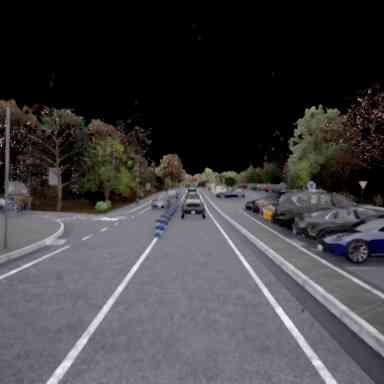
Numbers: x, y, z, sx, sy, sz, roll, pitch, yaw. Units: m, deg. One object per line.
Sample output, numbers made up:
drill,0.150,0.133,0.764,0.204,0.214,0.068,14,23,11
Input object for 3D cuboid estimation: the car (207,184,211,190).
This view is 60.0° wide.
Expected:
car,6.780,-0.381,77.063,5.366,1.575,1.946,0,2,0

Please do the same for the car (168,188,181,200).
car,-3.301,0.450,55.587,1.812,1.442,4.674,0,2,0

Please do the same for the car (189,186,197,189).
car,0.040,-0.569,78.564,2.097,1.767,4.553,0,2,0

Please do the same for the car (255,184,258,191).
car,20.141,-0.785,87.851,5.008,1.535,2.097,0,2,0

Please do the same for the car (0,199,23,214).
car,-19.096,1.400,33.643,4.674,1.442,1.812,0,-2,30

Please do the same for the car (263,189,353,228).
car,6.738,1.026,16.565,5.566,2.045,2.435,0,2,1

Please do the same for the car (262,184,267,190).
car,20.096,-0.461,79.680,4.792,1.488,2.163,0,2,1

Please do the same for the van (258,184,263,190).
van,20.004,-0.915,85.060,4.442,1.987,1.878,0,2,0

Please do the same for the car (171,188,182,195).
car,-3.232,-0.129,70.973,2.033,1.411,5.357,0,2,0

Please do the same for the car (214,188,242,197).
car,7.056,0.090,65.845,5.366,1.575,1.946,0,2,0

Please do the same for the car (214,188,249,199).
car,6.771,0.474,57.527,4.792,1.488,2.163,0,2,0

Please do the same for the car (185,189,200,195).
car,0.098,0.714,47.635,2.128,1.511,4.902,0,2,0

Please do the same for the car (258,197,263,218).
car,6.731,1.197,19.365,5.008,1.535,2.097,0,2,1

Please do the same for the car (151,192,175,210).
car,-3.344,1.101,36.495,2.128,1.511,4.902,0,2,0

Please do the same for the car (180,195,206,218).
car,0.099,1.268,27.530,1.837,1.490,4.892,0,1,0

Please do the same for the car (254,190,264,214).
car,6.793,0.983,22.138,4.553,1.767,2.185,0,2,1

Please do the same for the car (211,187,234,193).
car,7.173,-0.487,79.711,5.366,1.575,1.946,0,2,0

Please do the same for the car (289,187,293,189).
car,19.912,0.309,57.534,4.553,1.767,2.185,0,2,0

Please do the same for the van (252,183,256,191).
van,20.066,-1.196,93.381,4.442,1.987,1.878,0,2,0

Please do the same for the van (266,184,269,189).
van,20.161,-0.606,76.900,4.442,1.987,1.878,0,2,0

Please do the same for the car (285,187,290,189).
car,19.874,0.353,60.184,4.792,1.488,2.163,0,2,0

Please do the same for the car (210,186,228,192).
car,7.087,-0.753,88.027,4.792,1.488,2.163,0,2,0

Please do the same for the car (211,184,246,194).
car,6.876,-0.041,63.062,5.566,2.045,2.435,0,2,0

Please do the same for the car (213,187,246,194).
car,6.829,0.327,60.299,5.008,1.535,2.097,0,2,0

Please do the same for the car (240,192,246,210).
car,6.784,0.945,27.710,4.792,1.488,2.163,0,2,1

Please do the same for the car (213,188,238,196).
car,6.900,-0.023,68.620,4.892,1.521,2.231,0,2,0

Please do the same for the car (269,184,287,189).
car,20.025,-0.395,71.241,5.566,2.045,2.435,0,2,0

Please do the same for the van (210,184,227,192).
van,7.197,-1.101,90.793,4.442,1.987,1.878,0,2,0

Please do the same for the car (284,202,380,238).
car,6.678,1.348,13.783,4.892,1.521,2.231,0,1,1

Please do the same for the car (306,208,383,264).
car,6.629,1.437,11.006,4.792,1.488,2.163,0,1,1

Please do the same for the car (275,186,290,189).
car,19.764,0.087,65.719,5.366,1.575,1.946,0,2,0

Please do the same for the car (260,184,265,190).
car,20.119,-0.561,82.317,4.792,1.488,2.163,0,2,0

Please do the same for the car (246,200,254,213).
car,6.817,1.041,24.927,4.792,1.488,2.163,0,2,1

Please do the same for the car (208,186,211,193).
car,6.732,-0.144,71.395,5.366,1.575,1.946,0,2,0
